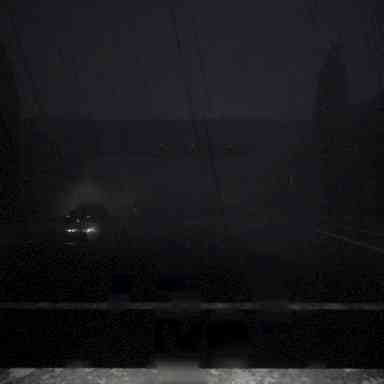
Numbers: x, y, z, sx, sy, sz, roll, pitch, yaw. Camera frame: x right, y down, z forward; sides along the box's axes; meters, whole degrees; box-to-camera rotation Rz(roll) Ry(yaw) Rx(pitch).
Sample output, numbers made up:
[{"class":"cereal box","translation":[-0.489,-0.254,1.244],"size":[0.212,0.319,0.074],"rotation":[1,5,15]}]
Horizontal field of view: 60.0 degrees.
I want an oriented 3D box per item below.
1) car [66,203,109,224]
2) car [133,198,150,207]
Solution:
[{"class":"car","translation":[-7.674,1.546,24.973],"size":[2.033,1.411,5.357],"rotation":[0,0,-1]},{"class":"car","translation":[-7.514,1.590,49.454],"size":[1.895,1.301,4.718],"rotation":[0,0,0]}]
